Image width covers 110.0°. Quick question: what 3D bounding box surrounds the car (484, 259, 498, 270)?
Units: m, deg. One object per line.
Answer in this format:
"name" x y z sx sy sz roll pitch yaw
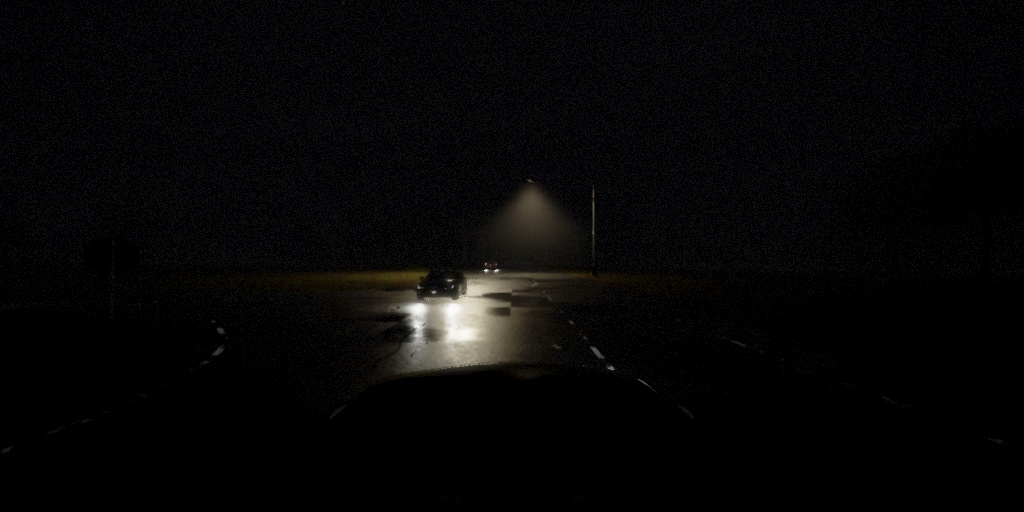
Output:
"car" -3.371 1.327 58.739 2.097 1.767 4.553 0 0 0

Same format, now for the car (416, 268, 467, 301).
"car" -3.386 1.373 18.024 1.837 1.490 4.892 0 -1 0
